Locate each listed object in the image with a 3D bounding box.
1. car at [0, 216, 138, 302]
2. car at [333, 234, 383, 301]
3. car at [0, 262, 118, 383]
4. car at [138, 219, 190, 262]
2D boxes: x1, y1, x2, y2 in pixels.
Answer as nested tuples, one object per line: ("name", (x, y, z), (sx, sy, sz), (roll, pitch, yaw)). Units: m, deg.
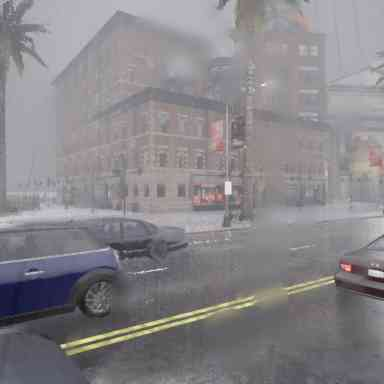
("car", (-3.519, 1.352, 5.782), (4.553, 1.767, 2.097), (0, 0, -35))
("car", (5.434, 1.547, 7.572), (5.357, 1.411, 2.033), (0, 0, -35))
("car", (-3.134, 1.547, 1.445), (5.357, 1.411, 2.033), (0, 0, -37))
("car", (-2.661, 1.547, 10.673), (5.357, 1.411, 2.033), (0, 0, -35))
